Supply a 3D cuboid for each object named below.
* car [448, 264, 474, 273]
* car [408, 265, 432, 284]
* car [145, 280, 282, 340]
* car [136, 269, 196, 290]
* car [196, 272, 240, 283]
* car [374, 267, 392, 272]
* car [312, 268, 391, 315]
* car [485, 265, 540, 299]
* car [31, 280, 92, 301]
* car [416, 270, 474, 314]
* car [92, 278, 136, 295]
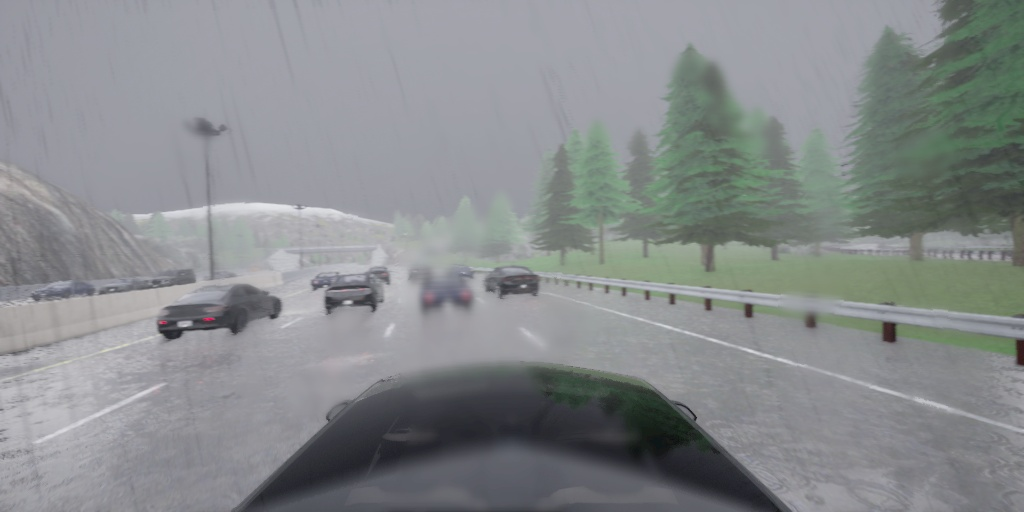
[{"bbox_3d":[-4.805,1.464,32.943,1.994,1.385,4.181,-2,0,-20],"label":"car"},{"bbox_3d":[-7.969,1.527,31.411,2.128,1.511,4.902,-2,0,-19],"label":"car"},{"bbox_3d":[-9.263,1.649,11.725,1.812,1.442,4.674,-2,0,-15],"label":"car"},{"bbox_3d":[-31.141,2.229,32.832,2.150,2.045,5.566,-2,1,-22],"label":"car"},{"bbox_3d":[-28.277,2.379,35.054,2.128,1.511,4.902,-2,0,-22],"label":"car"},{"bbox_3d":[-11.434,1.687,30.726,1.837,1.490,4.892,-2,0,-20],"label":"car"},{"bbox_3d":[-6.614,1.497,15.399,2.128,1.511,4.902,-2,0,-15],"label":"car"},{"bbox_3d":[-0.127,1.205,18.158,1.882,1.535,5.008,-2,0,-15],"label":"car"},{"bbox_3d":[-37.644,2.815,30.265,1.812,1.442,4.674,-2,0,-22],"label":"car"},{"bbox_3d":[-2.781,1.446,14.624,1.895,1.301,4.718,-2,0,-14],"label":"car"},{"bbox_3d":[-34.672,2.725,32.221,1.994,1.385,4.181,-2,0,-22],"label":"car"}]
